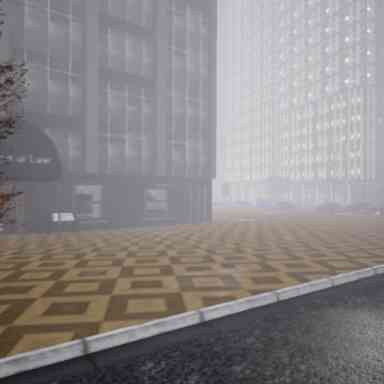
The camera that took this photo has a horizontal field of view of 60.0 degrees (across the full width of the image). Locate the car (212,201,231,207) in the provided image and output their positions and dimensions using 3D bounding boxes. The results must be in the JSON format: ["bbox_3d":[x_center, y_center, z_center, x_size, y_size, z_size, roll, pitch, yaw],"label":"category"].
[{"bbox_3d":[5.782,2.588,71.733,2.008,1.369,4.403,-1,-1,-24],"label":"car"}]

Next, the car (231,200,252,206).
[{"bbox_3d":[11.213,2.435,73.546,2.033,1.411,5.357,0,-1,-24],"label":"car"}]

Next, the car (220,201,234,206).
[{"bbox_3d":[8.919,2.884,85.403,1.802,1.307,4.206,-1,-1,-24],"label":"car"}]

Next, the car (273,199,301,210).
[{"bbox_3d":[16.005,2.222,55.040,1.812,1.442,4.674,0,-1,-23],"label":"car"}]

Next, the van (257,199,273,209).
[{"bbox_3d":[12.577,2.067,56.294,1.690,1.788,3.998,-1,-1,-24],"label":"van"}]

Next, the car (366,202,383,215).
[{"bbox_3d":[21.645,1.874,35.700,2.008,1.369,4.403,-1,-1,-24],"label":"car"}]

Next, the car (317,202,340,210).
[{"bbox_3d":[22.516,2.242,54.519,1.947,1.339,4.313,-1,-1,-24],"label":"car"}]

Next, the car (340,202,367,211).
[{"bbox_3d":[24.783,2.141,49.371,1.947,1.339,4.313,-1,-1,-24],"label":"car"}]

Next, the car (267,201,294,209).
[{"bbox_3d":[16.346,2.375,61.902,2.033,1.411,5.357,0,-1,-24],"label":"car"}]
